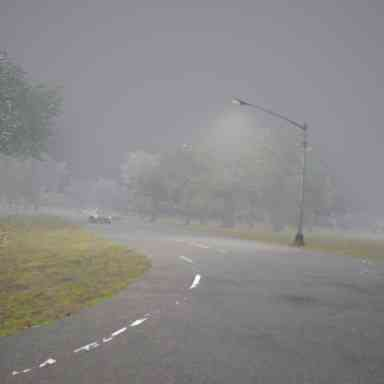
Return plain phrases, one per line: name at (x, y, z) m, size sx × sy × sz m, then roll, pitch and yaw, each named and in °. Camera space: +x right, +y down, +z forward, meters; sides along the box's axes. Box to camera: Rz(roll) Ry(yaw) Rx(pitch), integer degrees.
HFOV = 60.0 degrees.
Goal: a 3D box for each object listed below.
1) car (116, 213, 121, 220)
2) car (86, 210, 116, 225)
car at (-15.287, 4.793, 65.471) m, size 2.033 × 1.411 × 5.357 m, roll 7°, pitch -5°, yaw -25°
car at (-11.305, 2.993, 40.908) m, size 2.097 × 1.767 × 4.553 m, roll 7°, pitch -5°, yaw -25°
